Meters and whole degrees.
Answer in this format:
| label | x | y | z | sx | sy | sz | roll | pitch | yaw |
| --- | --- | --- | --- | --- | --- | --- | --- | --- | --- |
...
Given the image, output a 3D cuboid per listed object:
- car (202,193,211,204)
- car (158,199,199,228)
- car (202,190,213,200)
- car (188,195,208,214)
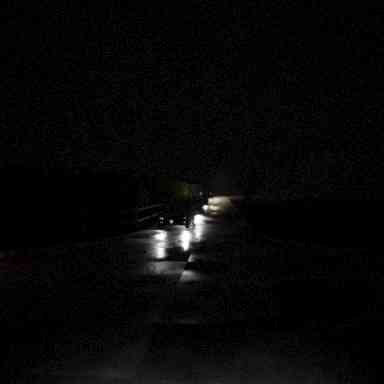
| label | x | y | z | sx | sy | sz | roll | pitch | yaw |
| --- | --- | --- | --- | --- | --- | --- | --- | --- | --- |
| car | 1.393 | 1.241 | 47.987 | 1.994 | 1.385 | 4.181 | 0 | 1 | 5 |
| car | -0.881 | 1.439 | 21.548 | 1.837 | 1.490 | 4.892 | 0 | 0 | 7 |
| car | 3.323 | 0.618 | 71.767 | 2.150 | 2.045 | 5.566 | 0 | 1 | 5 |
| car | 0.202 | 1.339 | 33.294 | 2.128 | 1.511 | 4.902 | 0 | 1 | 5 |
